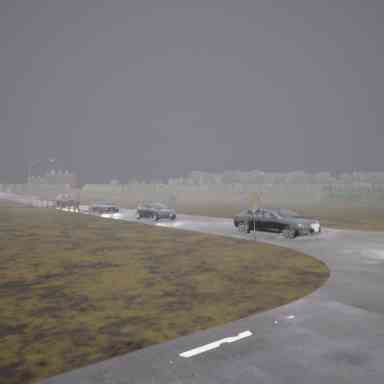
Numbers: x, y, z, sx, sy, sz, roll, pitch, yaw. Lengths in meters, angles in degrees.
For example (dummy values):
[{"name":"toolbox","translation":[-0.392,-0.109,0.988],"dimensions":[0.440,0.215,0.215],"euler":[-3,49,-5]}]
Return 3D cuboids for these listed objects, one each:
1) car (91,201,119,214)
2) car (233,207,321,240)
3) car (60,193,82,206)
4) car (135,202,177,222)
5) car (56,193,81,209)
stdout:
[{"name":"car","translation":[-9.659,1.673,36.941],"dimensions":[1.994,1.385,4.181],"euler":[-2,1,-35]},{"name":"car","translation":[4.386,1.563,17.783],"dimensions":[2.128,1.511,4.902],"euler":[-2,1,-40]},{"name":"car","translation":[-21.182,1.233,58.038],"dimensions":[2.150,2.045,5.566],"euler":[-2,1,-36]},{"name":"car","translation":[-3.101,1.611,27.760],"dimensions":[1.837,1.490,4.892],"euler":[-2,1,-36]},{"name":"car","translation":[-18.506,1.322,49.396],"dimensions":[2.150,2.045,5.566],"euler":[-2,1,-35]}]
